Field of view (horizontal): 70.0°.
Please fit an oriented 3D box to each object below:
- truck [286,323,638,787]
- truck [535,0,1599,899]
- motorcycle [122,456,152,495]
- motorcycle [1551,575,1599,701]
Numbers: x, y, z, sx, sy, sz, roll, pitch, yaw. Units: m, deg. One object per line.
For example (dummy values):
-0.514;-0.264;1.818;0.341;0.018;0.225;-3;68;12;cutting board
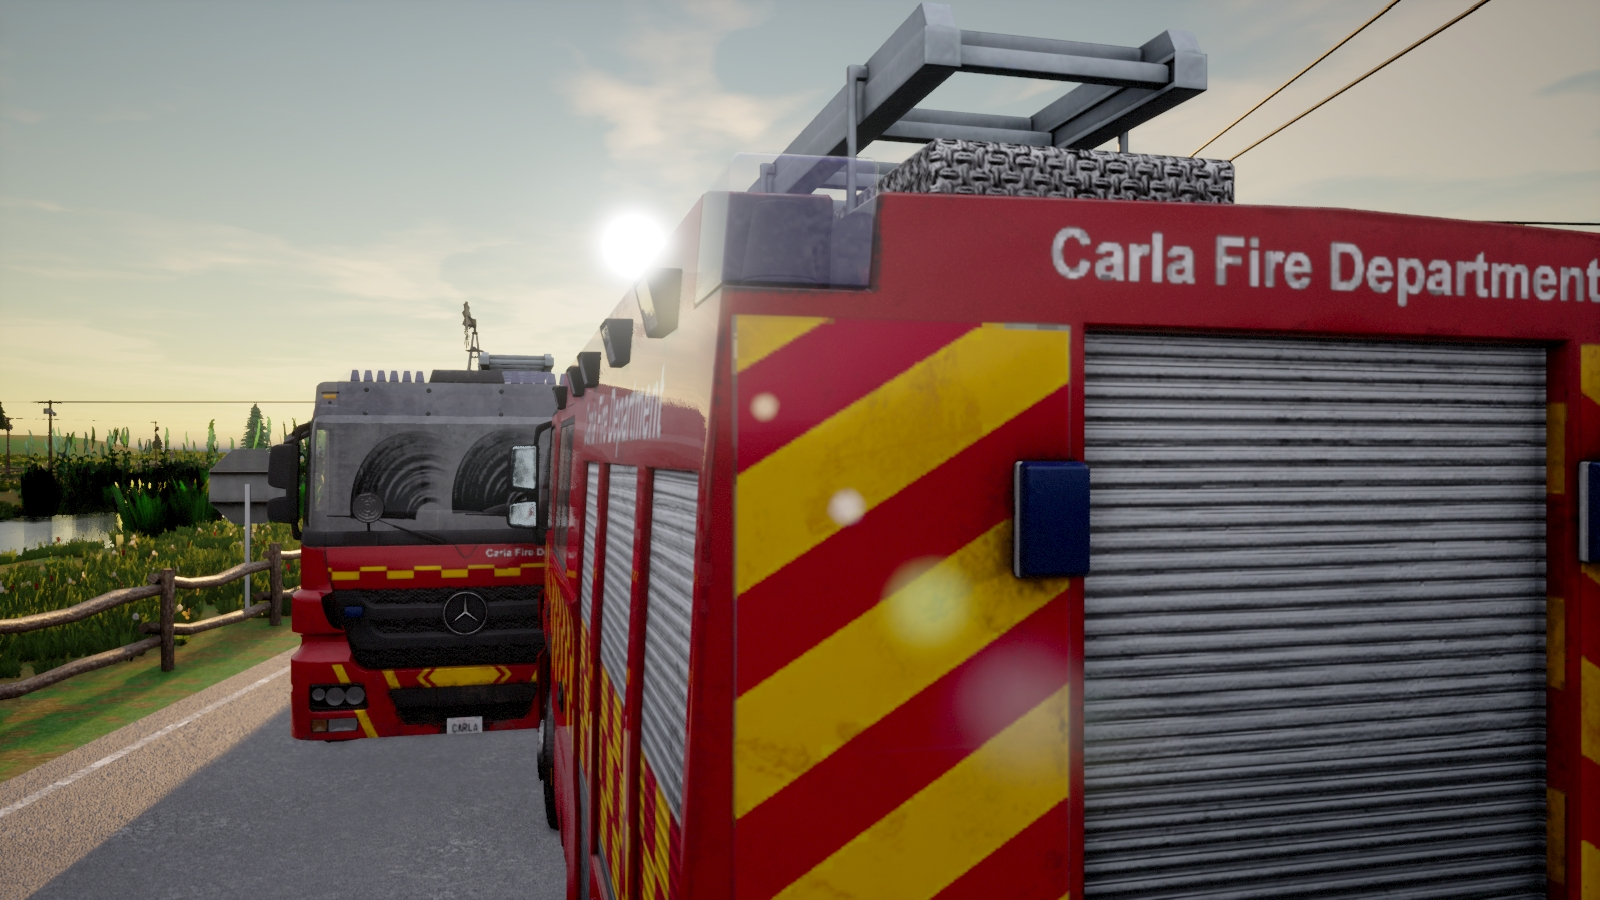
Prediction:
-3.907;0.862;13.886;2.891;3.827;8.468;0;0;-15;truck
0.009;0.867;6.873;2.891;3.827;8.468;0;0;-15;truck
-41.318;1.577;71.197;0.803;2.348;2.033;0;0;-4;motorcycle
9.790;2.142;13.133;1.805;1.316;0.856;0;0;-7;motorcycle
